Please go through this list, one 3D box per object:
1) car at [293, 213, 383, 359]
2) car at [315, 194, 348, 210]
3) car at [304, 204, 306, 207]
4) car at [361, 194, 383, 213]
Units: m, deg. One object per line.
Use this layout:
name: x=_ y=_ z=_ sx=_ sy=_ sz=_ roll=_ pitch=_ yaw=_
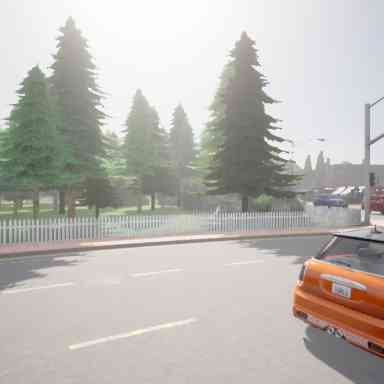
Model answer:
car: x=3.939 y=1.352 z=5.443 sx=4.553 sy=1.767 sz=2.097 roll=0 pitch=0 yaw=-26
car: x=17.999 y=1.277 z=43.463 sx=2.150 sy=2.045 sz=5.566 roll=0 pitch=0 yaw=-8
car: x=16.654 y=1.581 z=53.661 sx=1.812 sy=1.442 sz=4.674 roll=0 pitch=0 yaw=-7
car: x=19.364 y=1.277 z=33.197 sx=2.150 sy=2.045 sz=5.566 roll=0 pitch=0 yaw=-8
